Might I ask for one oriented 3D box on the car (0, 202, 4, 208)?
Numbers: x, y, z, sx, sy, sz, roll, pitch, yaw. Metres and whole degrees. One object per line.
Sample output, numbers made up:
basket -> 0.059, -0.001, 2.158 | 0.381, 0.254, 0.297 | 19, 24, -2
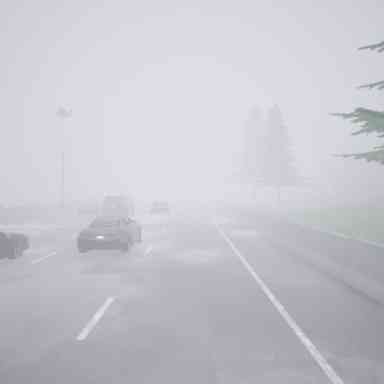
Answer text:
car -> -21.069, 1.434, 33.443 | 2.097, 1.767, 4.553 | 0, 0, 0

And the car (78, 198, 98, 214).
car -> -10.376, 1.644, 34.827 | 1.994, 1.385, 4.181 | 0, 0, 0

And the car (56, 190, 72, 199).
car -> -27.946, 0.535, 75.012 | 2.150, 2.045, 5.566 | 0, 1, 0

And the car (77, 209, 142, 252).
car -> -3.391, 1.665, 14.328 | 1.994, 1.385, 4.181 | 0, 0, 0

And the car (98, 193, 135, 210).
car -> -6.878, 1.320, 31.562 | 2.150, 2.045, 5.566 | 0, 0, 0

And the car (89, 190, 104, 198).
car -> -20.946, 0.666, 75.070 | 2.097, 1.767, 4.553 | 0, 1, 0

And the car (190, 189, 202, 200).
car -> 1.280, 0.807, 76.655 | 2.097, 1.767, 4.553 | 0, 1, 0

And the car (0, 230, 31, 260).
car -> -6.894, 1.625, 9.825 | 2.033, 1.411, 5.357 | 0, 0, 0

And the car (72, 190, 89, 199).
car -> -24.446, 0.536, 75.009 | 2.150, 2.045, 5.566 | 0, 1, 0

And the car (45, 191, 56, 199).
car -> -31.446, 0.662, 75.077 | 2.097, 1.767, 4.553 | 0, 1, 0

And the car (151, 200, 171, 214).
car -> -3.374, 1.565, 36.487 | 2.128, 1.511, 4.902 | 0, 0, 0
